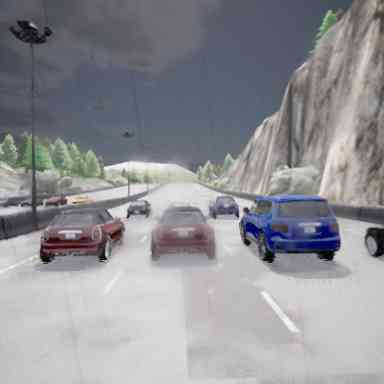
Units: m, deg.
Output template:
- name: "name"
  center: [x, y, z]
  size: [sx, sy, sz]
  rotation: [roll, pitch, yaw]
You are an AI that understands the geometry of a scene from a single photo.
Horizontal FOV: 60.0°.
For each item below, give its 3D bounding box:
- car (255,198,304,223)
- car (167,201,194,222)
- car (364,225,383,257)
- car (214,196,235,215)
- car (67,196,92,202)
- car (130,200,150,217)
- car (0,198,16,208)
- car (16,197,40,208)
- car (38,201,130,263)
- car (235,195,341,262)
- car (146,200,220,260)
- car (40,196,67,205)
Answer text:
- name: "car"
  center: [6.184, 1.280, 24.312]
  size: [2.033, 1.411, 5.357]
  rotation: [-1, 1, -2]
- name: "car"
  center: [-0.881, 1.441, 26.364]
  size: [1.895, 1.301, 4.718]
  rotation: [-1, 1, -2]
- name: "car"
  center: [6.771, 1.324, 9.183]
  size: [1.882, 1.535, 5.008]
  rotation: [-1, 0, -2]
- name: "car"
  center: [2.574, 1.110, 27.639]
  size: [2.097, 1.767, 4.553]
  rotation: [-1, 1, -2]
- name: "car"
  center: [-15.870, 1.256, 47.816]
  size: [1.882, 1.535, 5.008]
  rotation: [-1, 1, -2]
- name: "car"
  center: [-4.462, 1.405, 28.708]
  size: [1.812, 1.442, 4.674]
  rotation: [-1, 1, -2]
- name: "car"
  center: [-26.336, 1.533, 47.166]
  size: [2.033, 1.411, 5.357]
  rotation: [-1, 1, -2]
- name: "car"
  center: [-22.861, 1.475, 47.713]
  size: [1.994, 1.385, 4.181]
  rotation: [-1, 1, -2]
- name: "car"
  center: [-3.837, 1.379, 12.440]
  size: [2.097, 1.767, 4.553]
  rotation: [-1, 0, -2]
- name: "car"
  center: [3.182, 1.121, 11.893]
  size: [2.150, 2.045, 5.566]
  rotation: [-1, 1, -2]
- name: "car"
  center: [-0.339, 1.312, 12.534]
  size: [2.097, 1.767, 4.553]
  rotation: [-1, 0, -2]
- name: "car"
  center: [-19.366, 1.324, 47.685]
  size: [1.882, 1.535, 5.008]
  rotation: [-1, 1, -2]
